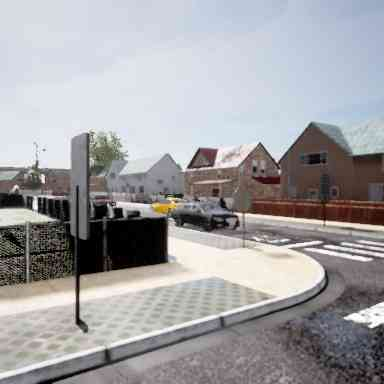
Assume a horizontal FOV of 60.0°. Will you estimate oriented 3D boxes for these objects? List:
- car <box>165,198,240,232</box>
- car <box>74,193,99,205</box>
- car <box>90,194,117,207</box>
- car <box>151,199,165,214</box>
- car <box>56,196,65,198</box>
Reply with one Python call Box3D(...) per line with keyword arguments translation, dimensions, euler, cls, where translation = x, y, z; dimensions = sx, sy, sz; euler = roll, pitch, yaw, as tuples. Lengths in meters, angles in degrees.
Box3D(translation=(0.710, 1.357, 19.171), dimensions=(2.128, 1.511, 4.902), euler=(0, 1, -34), cls="car")
Box3D(translation=(-15.350, 1.011, 48.106), dimensions=(2.128, 1.511, 4.902), euler=(0, 1, -34), cls="car")
Box3D(translation=(-9.287, 1.033, 33.949), dimensions=(2.097, 1.767, 4.553), euler=(0, 1, -34), cls="car")
Box3D(translation=(-1.749, 1.252, 28.094), dimensions=(1.882, 1.535, 5.008), euler=(0, 1, -34), cls="car")
Box3D(translation=(-18.032, 0.764, 47.033), dimensions=(1.895, 1.301, 4.718), euler=(0, 1, -34), cls="car")
